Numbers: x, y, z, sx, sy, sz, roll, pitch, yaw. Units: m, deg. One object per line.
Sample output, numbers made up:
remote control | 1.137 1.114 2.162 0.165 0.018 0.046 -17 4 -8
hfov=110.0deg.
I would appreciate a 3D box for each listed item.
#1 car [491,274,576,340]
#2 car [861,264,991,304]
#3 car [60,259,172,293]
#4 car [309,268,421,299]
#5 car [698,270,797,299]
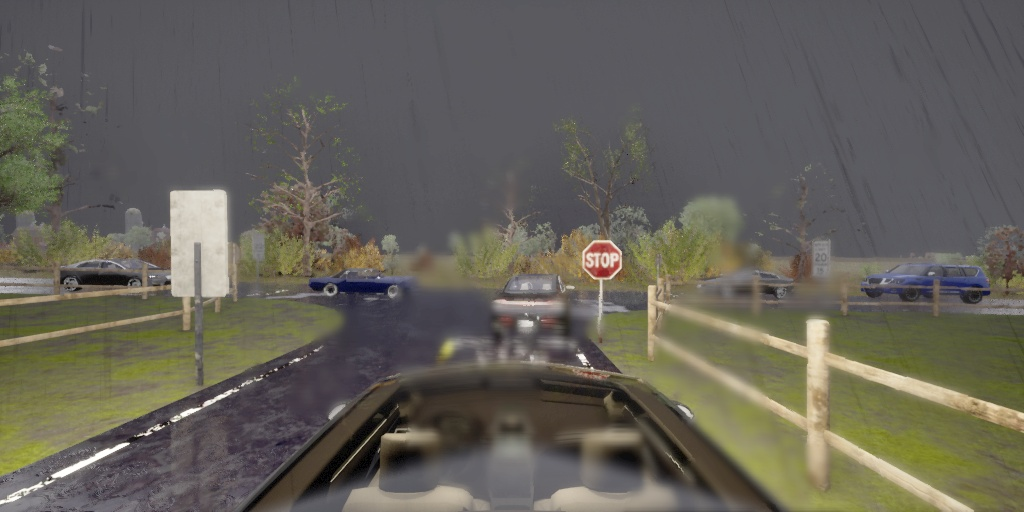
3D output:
car | 0.707 1.240 10.006 2.128 1.511 4.902 0 0 9
car | 22.900 1.466 19.954 5.566 2.045 2.150 1 1 0
car | -18.490 0.885 17.054 4.902 1.511 2.128 1 1 0
car | -6.822 1.248 17.037 4.718 1.301 1.895 1 1 0
car | 13.004 1.525 19.965 4.902 1.511 2.128 1 1 0
